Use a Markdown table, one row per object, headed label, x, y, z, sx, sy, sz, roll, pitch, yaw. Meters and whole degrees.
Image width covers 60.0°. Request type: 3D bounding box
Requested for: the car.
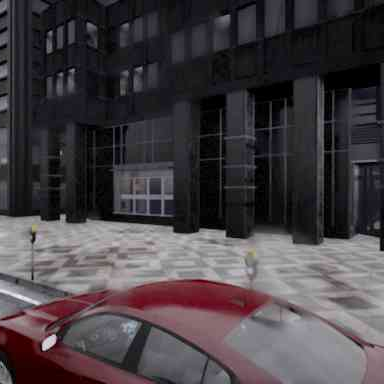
| label | x | y | z | sx | sy | sz | roll | pitch | yaw |
| --- | --- | --- | --- | --- | --- | --- | --- | --- | --- |
| car | -0.227 | 1.543 | 3.124 | 4.507 | 1.381 | 1.887 | 0 | 0 | 35 |
